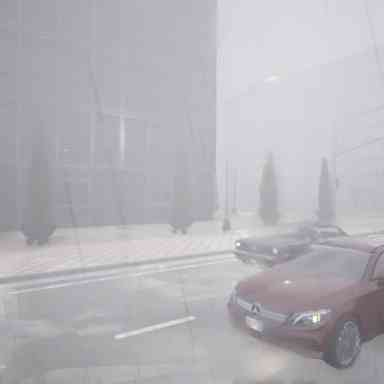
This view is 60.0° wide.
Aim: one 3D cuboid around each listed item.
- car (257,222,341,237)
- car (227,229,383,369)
[{"bbox_3d":[3.569,1.681,10.725,4.718,1.301,1.895,1,0,-35],"label":"car"},{"bbox_3d":[2.762,1.575,5.894,4.674,1.442,1.812,1,0,-35],"label":"car"}]
